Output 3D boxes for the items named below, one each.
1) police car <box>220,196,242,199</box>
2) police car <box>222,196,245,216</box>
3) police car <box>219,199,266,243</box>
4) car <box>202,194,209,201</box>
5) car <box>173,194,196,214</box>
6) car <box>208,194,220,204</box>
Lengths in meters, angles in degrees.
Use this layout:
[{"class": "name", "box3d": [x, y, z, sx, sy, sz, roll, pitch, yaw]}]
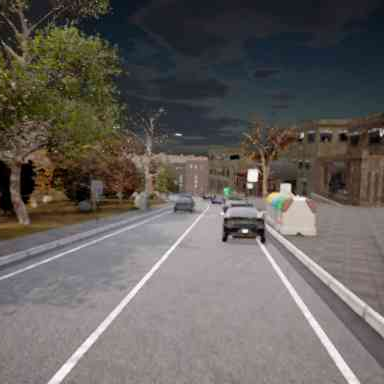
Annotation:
[{"class": "police car", "box3d": [3.354, 1.304, 26.063, 1.930, 1.638, 5.238, 1, 0, 5]}, {"class": "police car", "box3d": [3.932, 1.270, 32.065, 1.930, 1.638, 5.238, 1, 0, 5]}, {"class": "police car", "box3d": [2.391, 1.361, 16.061, 1.930, 1.638, 5.238, 1, 0, 5]}, {"class": "car", "box3d": [3.298, 1.127, 68.332, 1.895, 1.301, 4.718, 0, 0, -7]}, {"class": "car", "box3d": [-0.671, 1.277, 32.936, 1.837, 1.490, 4.892, 1, 0, 5]}, {"class": "car", "box3d": [4.171, 1.247, 53.172, 1.994, 1.385, 4.181, 0, 0, -1]}]
